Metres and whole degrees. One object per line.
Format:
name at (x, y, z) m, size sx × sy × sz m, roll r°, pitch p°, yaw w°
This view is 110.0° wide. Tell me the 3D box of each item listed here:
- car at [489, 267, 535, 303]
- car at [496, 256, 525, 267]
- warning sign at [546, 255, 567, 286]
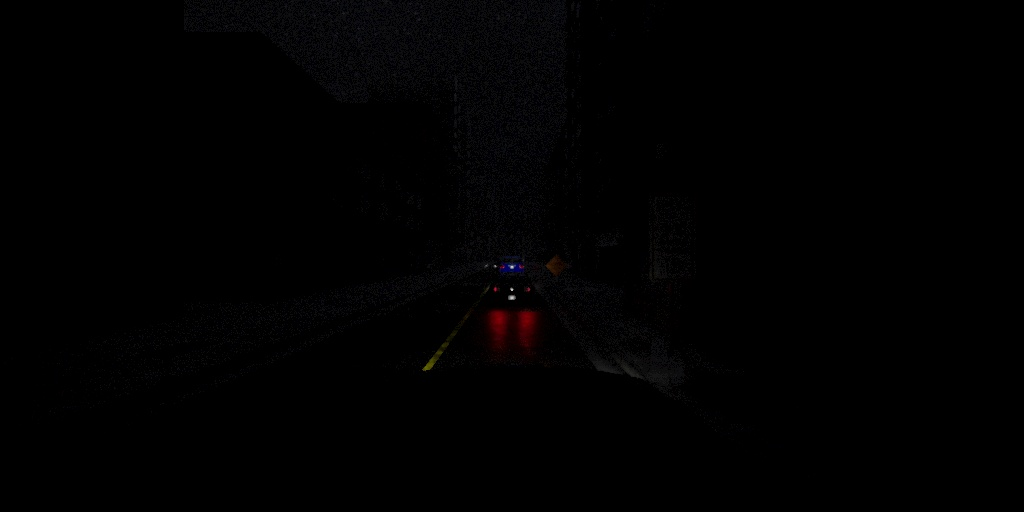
car at (0.000, 1.367, 16.530) m, size 1.895 × 1.301 × 4.718 m, roll 0°, pitch 0°, yaw 0°
car at (0.000, 1.008, 31.530) m, size 2.150 × 2.045 × 5.566 m, roll 0°, pitch 0°, yaw 0°
warning sign at (2.718, 0.865, 22.002) m, size 1.300 × 1.860 × 1.060 m, roll 0°, pitch 0°, yaw 0°
